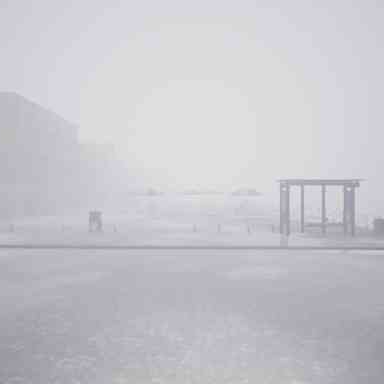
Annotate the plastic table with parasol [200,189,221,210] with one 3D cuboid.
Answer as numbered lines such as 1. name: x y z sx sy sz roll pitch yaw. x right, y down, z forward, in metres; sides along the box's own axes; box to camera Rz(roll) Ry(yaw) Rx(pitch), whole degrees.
1. plastic table with parasol: 2.300 0.925 41.507 2.482 2.480 2.482 0 0 1
